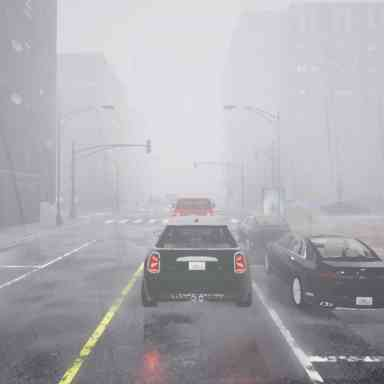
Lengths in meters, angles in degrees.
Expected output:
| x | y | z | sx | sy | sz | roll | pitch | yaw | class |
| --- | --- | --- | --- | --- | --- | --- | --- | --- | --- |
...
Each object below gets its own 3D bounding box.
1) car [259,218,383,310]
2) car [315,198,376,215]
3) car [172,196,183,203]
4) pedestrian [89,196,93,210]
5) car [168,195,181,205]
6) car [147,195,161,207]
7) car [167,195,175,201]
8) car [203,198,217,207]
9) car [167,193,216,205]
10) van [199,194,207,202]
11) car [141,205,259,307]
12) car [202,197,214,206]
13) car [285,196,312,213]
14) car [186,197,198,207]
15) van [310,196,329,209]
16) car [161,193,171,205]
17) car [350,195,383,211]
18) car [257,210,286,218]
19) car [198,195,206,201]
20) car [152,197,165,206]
| x | y | z | sx | sy | sz | roll | pitch | yaw | class |
| --- | --- | --- | --- | --- | --- | --- | --- | --- | --- |
| 2.828 | 1.553 | 7.634 | 2.008 | 1.369 | 4.403 | 1 | 0 | 0 | car |
| 13.694 | 1.413 | 29.838 | 4.206 | 1.307 | 1.802 | 0 | 0 | 0 | car |
| -3.023 | 1.553 | 70.725 | 2.128 | 1.511 | 4.902 | 0 | 0 | 0 | car |
| -12.542 | 1.348 | 41.356 | 0.375 | 1.860 | 0.375 | 0 | 0 | 0 | pedestrian |
| -3.088 | 1.375 | 60.655 | 2.097 | 1.767 | 4.553 | 0 | 0 | 0 | car |
| -5.692 | 1.334 | 51.434 | 2.192 | 1.841 | 5.009 | 1 | 0 | 0 | car |
| -5.708 | 1.603 | 90.431 | 1.947 | 1.339 | 4.313 | 1 | 0 | 0 | car |
| 2.684 | 1.585 | 51.396 | 1.947 | 1.339 | 4.313 | 1 | 0 | 0 | car |
| 0.082 | 1.228 | 17.601 | 2.150 | 2.045 | 5.566 | 0 | 0 | 0 | car |
| 2.678 | 1.373 | 79.253 | 1.690 | 1.788 | 3.998 | 1 | 0 | 0 | van |
| 0.098 | 1.354 | 8.130 | 2.097 | 1.767 | 4.553 | 0 | 0 | 0 | car |
| 2.683 | 1.603 | 56.967 | 1.802 | 1.307 | 4.206 | 1 | 0 | 0 | car |
| 10.020 | 1.474 | 35.872 | 4.674 | 1.442 | 1.812 | -1 | -1 | 4 | car |
| 0.067 | 1.526 | 53.680 | 1.837 | 1.490 | 4.892 | 0 | 0 | 0 | car |
| 13.752 | 1.296 | 38.220 | 3.998 | 1.788 | 1.690 | 0 | 0 | 0 | van |
| -3.137 | 1.240 | 51.086 | 2.150 | 2.045 | 5.566 | 0 | 0 | 0 | car |
| 19.279 | 1.228 | 38.182 | 5.009 | 1.841 | 2.192 | 0 | 0 | 0 | car |
| 2.826 | 1.555 | 13.204 | 2.008 | 1.369 | 4.403 | 1 | 0 | 0 | car |
| 2.672 | 1.582 | 90.394 | 1.887 | 1.381 | 4.507 | 1 | 0 | 0 | car |
| -5.697 | 1.566 | 57.005 | 1.887 | 1.381 | 4.507 | 1 | 0 | 0 | car |
